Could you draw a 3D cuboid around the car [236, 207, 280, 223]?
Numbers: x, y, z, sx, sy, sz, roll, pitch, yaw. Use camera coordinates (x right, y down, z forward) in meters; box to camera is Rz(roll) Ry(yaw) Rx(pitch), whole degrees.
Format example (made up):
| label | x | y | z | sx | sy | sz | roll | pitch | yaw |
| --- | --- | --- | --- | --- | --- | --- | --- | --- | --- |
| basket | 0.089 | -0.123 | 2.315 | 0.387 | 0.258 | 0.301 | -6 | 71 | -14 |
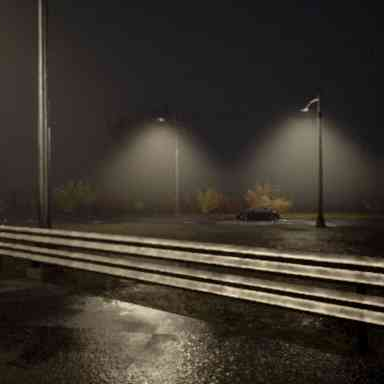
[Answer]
| label | x | y | z | sx | sy | sz | roll | pitch | yaw |
| --- | --- | --- | --- | --- | --- | --- | --- | --- | --- |
| car | 6.244 | 2.140 | 31.771 | 4.181 | 1.385 | 1.994 | 0 | 0 | 11 |
